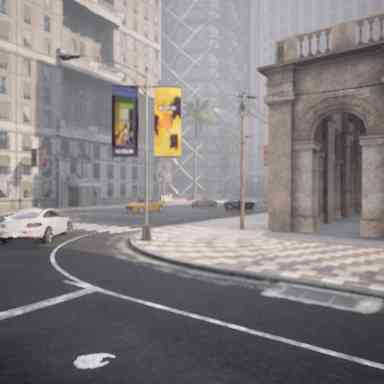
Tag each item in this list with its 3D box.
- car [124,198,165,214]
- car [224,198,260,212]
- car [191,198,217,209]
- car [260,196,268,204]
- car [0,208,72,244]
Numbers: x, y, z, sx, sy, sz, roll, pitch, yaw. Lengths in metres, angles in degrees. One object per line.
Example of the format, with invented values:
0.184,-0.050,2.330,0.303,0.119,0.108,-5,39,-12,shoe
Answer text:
-4.897,1.382,35.077,1.882,1.535,5.008,0,0,35,car
5.460,1.410,37.252,1.882,1.535,5.008,0,0,35,car
1.611,1.466,44.216,1.994,1.385,4.181,0,0,36,car
13.453,1.397,60.500,2.128,1.511,4.902,0,0,36,car
-7.063,1.468,15.340,1.812,1.442,4.674,-1,0,-4,car
